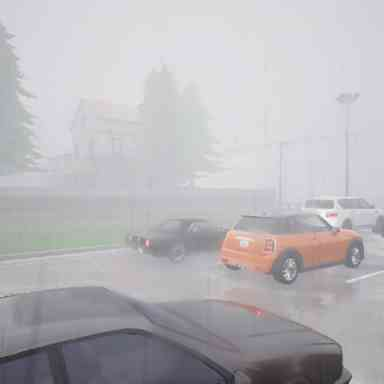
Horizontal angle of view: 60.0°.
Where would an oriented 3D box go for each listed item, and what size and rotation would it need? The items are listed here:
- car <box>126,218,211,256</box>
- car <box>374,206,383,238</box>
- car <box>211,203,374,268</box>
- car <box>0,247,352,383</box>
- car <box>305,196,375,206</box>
[{"bbox_3d":[0.160,1.601,11.989,4.718,1.301,1.895,0,0,-36],"label":"car"},{"bbox_3d":[10.532,1.479,15.132,5.008,1.535,1.882,0,0,-36],"label":"car"},{"bbox_3d":[3.076,1.352,9.787,4.553,1.767,2.097,0,0,-36],"label":"car"},{"bbox_3d":[-1.016,1.548,2.515,5.357,1.411,2.033,0,0,-36],"label":"car"},{"bbox_3d":[8.091,1.223,17.686,5.566,2.045,2.150,0,0,-36],"label":"car"}]
